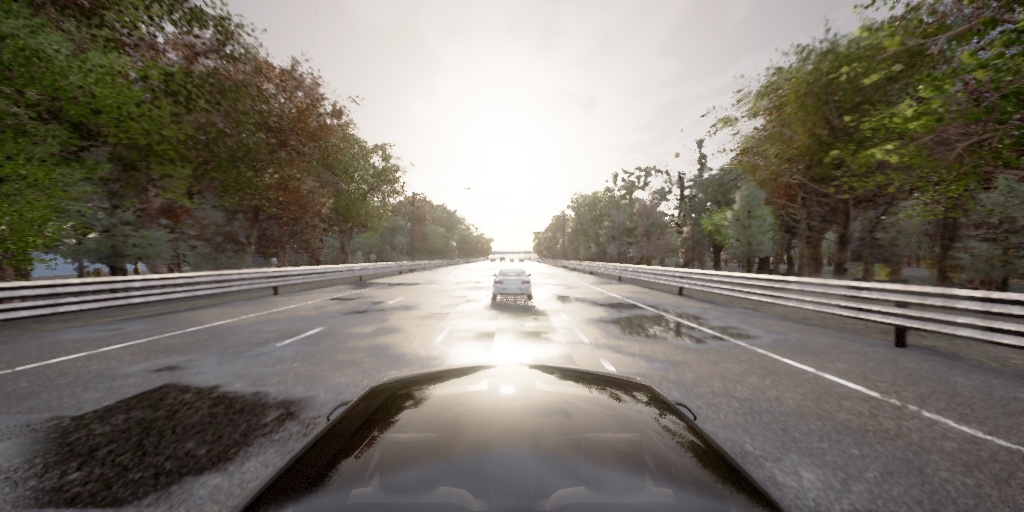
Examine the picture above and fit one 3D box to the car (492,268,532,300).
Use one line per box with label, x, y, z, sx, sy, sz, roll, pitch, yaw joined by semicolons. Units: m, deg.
car;0.006;1.307;17.850;1.812;1.442;4.674;0;0;0
